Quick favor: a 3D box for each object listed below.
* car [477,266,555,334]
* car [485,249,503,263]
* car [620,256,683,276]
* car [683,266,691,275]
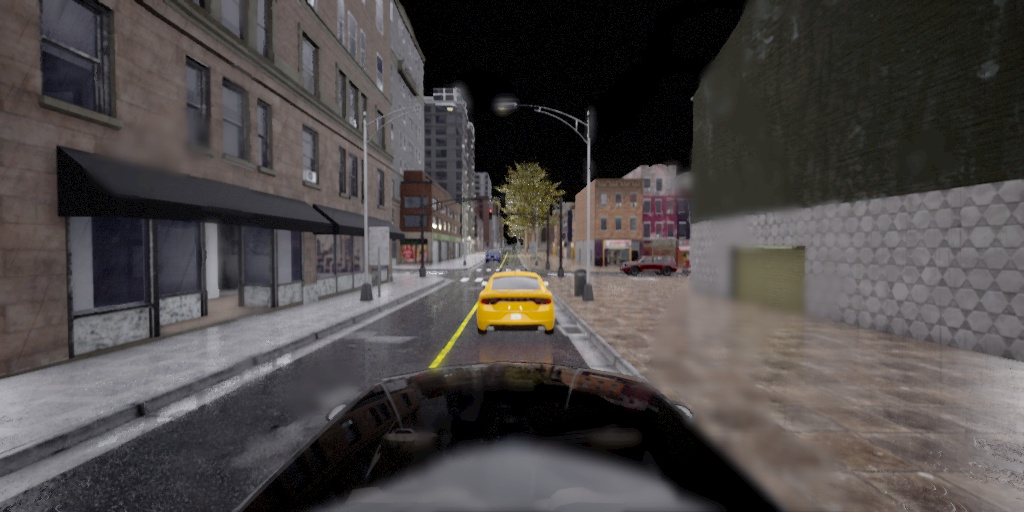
[{"bbox_3d":[0.097,1.185,10.467,1.882,1.535,5.008,0,0,0],"label":"car"},{"bbox_3d":[-2.823,0.003,53.641,2.150,2.045,5.566,0,2,0],"label":"car"},{"bbox_3d":[12.707,0.876,33.442,5.009,1.841,2.192,0,0,0],"label":"car"},{"bbox_3d":[18.109,1.220,33.450,4.207,1.307,1.802,0,0,0],"label":"car"}]
